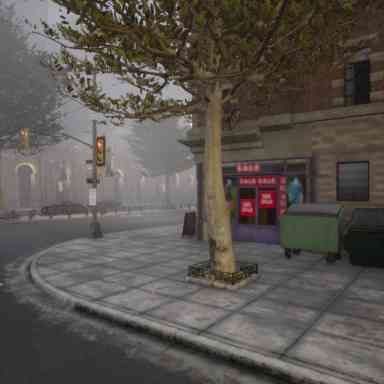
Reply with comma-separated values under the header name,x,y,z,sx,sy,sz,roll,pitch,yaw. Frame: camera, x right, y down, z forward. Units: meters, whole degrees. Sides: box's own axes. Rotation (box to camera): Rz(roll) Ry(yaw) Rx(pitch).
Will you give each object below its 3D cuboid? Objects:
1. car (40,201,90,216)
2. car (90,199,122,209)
name,x,y,z,sx,sy,sz,roll,pitch,yaw
car,-12.701,1.564,32.894,1.994,1.385,4.181,0,0,36
car,-11.936,1.595,45.181,1.895,1.301,4.718,0,0,36
